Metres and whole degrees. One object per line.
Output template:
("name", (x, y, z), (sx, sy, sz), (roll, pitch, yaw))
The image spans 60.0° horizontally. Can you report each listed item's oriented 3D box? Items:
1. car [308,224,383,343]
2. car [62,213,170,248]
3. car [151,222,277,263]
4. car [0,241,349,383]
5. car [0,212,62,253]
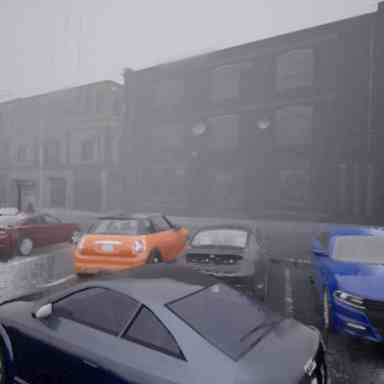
("car", (3.454, 1.487, 6.649), (2.097, 1.535, 5.008), (0, -1, 15))
("car", (-1.507, 1.401, 10.093), (2.185, 1.767, 4.553), (0, -1, 14))
("car", (0.975, 1.508, 8.372), (2.231, 1.521, 4.892), (0, -1, 15))
("car", (-0.683, 1.581, 3.832), (4.181, 1.385, 1.994), (0, 0, 35))
("car", (-6.480, 1.567, 13.533), (2.097, 1.535, 5.008), (0, -1, 14))
